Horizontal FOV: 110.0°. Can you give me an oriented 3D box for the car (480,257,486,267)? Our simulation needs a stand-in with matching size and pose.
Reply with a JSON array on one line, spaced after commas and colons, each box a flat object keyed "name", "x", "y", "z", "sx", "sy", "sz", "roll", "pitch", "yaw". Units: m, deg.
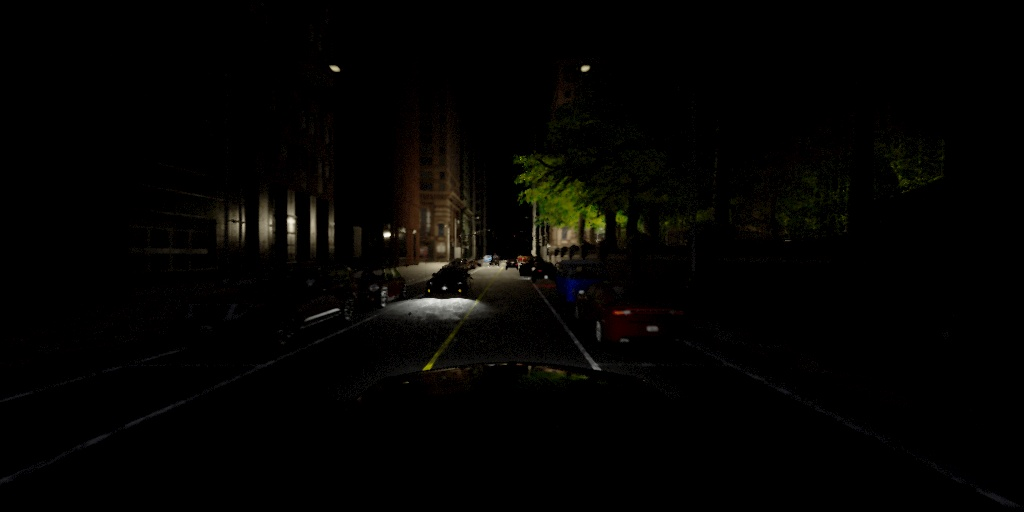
[{"name": "car", "x": -5.780, "y": 1.133, "z": 58.976, "sx": 1.948, "sy": 1.339, "sz": 4.313, "roll": 0, "pitch": 0, "yaw": 0}]

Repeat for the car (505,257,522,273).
[{"name": "car", "x": 0.014, "y": 1.161, "z": 48.736, "sx": 2.033, "sy": 1.411, "sz": 5.357, "roll": 0, "pitch": 0, "yaw": 1}]

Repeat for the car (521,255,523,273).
[{"name": "car", "x": 2.749, "y": 0.931, "z": 47.942, "sx": 2.192, "sy": 1.841, "sz": 5.009, "roll": 0, "pitch": 0, "yaw": 0}]

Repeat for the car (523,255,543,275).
[{"name": "car", "x": 2.751, "y": 0.954, "z": 42.417, "sx": 2.192, "sy": 1.841, "sz": 5.009, "roll": 0, "pitch": 0, "yaw": 0}]

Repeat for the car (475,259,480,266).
[{"name": "car", "x": -5.777, "y": 1.056, "z": 47.929, "sx": 1.967, "sy": 1.591, "sz": 4.097, "roll": 0, "pitch": 0, "yaw": 0}]

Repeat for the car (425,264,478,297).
[{"name": "car", "x": -3.103, "y": 1.280, "z": 18.455, "sx": 1.994, "sy": 1.385, "sz": 4.181, "roll": 0, "pitch": 0, "yaw": 0}]

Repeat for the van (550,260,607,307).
[{"name": "van", "x": 2.759, "y": 1.067, "z": 14.795, "sx": 1.690, "sy": 1.789, "sz": 3.998, "roll": 0, "pitch": 0, "yaw": 0}]

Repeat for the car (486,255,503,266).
[{"name": "car", "x": -3.019, "y": 1.104, "z": 63.239, "sx": 1.837, "sy": 1.490, "sz": 4.892, "roll": 0, "pitch": 0, "yaw": 0}]

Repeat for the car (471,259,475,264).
[{"name": "car", "x": -5.775, "y": 1.164, "z": 42.234, "sx": 1.751, "sy": 1.417, "sz": 4.829, "roll": 0, "pitch": 0, "yaw": 0}]

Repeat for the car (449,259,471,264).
[{"name": "car", "x": -5.773, "y": 1.209, "z": 36.879, "sx": 2.007, "sy": 1.370, "sz": 4.403, "roll": 0, "pitch": 0, "yaw": 0}]

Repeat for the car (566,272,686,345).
[{"name": "car", "x": 2.761, "y": 1.285, "z": 9.271, "sx": 1.888, "sy": 1.381, "sz": 4.507, "roll": 0, "pitch": 0, "yaw": 0}]

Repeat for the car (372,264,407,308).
[{"name": "car", "x": -5.767, "y": 1.166, "z": 14.781, "sx": 1.967, "sy": 1.591, "sz": 4.097, "roll": 0, "pitch": 0, "yaw": 0}]

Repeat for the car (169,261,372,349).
[{"name": "car", "x": -5.765, "y": 1.054, "z": 9.258, "sx": 2.192, "sy": 1.841, "sz": 5.009, "roll": 0, "pitch": 0, "yaw": 0}]

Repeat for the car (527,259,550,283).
[{"name": "car", "x": 2.348, "y": 1.196, "z": 27.113, "sx": 1.837, "sy": 1.490, "sz": 4.892, "roll": 0, "pitch": 0, "yaw": 0}]
